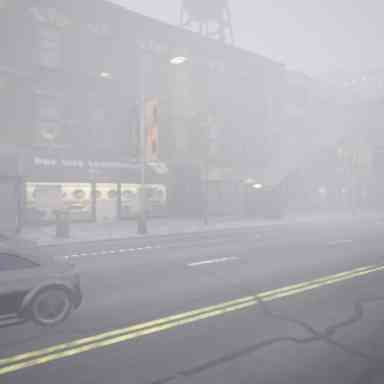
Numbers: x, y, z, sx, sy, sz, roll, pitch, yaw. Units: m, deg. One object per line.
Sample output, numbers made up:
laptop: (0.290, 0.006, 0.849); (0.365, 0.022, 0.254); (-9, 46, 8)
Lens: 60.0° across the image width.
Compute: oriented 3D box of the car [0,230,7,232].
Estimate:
car: (-6.024, 1.557, 8.298); (4.181, 1.385, 1.994); (0, 0, -35)

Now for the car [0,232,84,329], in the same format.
car: (-3.996, 1.559, 5.446); (4.181, 1.385, 1.994); (0, 0, -35)
